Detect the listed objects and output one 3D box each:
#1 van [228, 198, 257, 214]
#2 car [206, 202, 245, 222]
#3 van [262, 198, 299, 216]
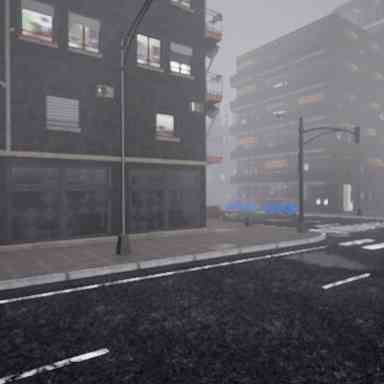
[{"bbox_3d":[5.641,1.571,38.350,1.690,1.788,3.998,-1,0,-36],"label":"van"},{"bbox_3d":[2.205,1.801,28.922,1.802,1.307,4.206,-1,0,-36],"label":"car"},{"bbox_3d":[8.950,1.496,33.830,1.690,1.788,3.998,-1,0,-36],"label":"van"}]
